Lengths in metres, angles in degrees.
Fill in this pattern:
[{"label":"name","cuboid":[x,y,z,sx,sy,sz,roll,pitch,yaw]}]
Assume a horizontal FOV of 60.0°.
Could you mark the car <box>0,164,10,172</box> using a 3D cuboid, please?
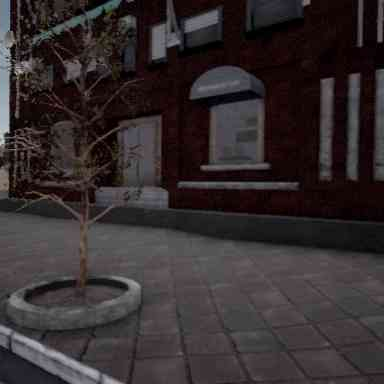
[{"label":"car","cuboid":[-25.836,-3.369,48.771,4.892,1.521,2.231,1,1,27]}]
